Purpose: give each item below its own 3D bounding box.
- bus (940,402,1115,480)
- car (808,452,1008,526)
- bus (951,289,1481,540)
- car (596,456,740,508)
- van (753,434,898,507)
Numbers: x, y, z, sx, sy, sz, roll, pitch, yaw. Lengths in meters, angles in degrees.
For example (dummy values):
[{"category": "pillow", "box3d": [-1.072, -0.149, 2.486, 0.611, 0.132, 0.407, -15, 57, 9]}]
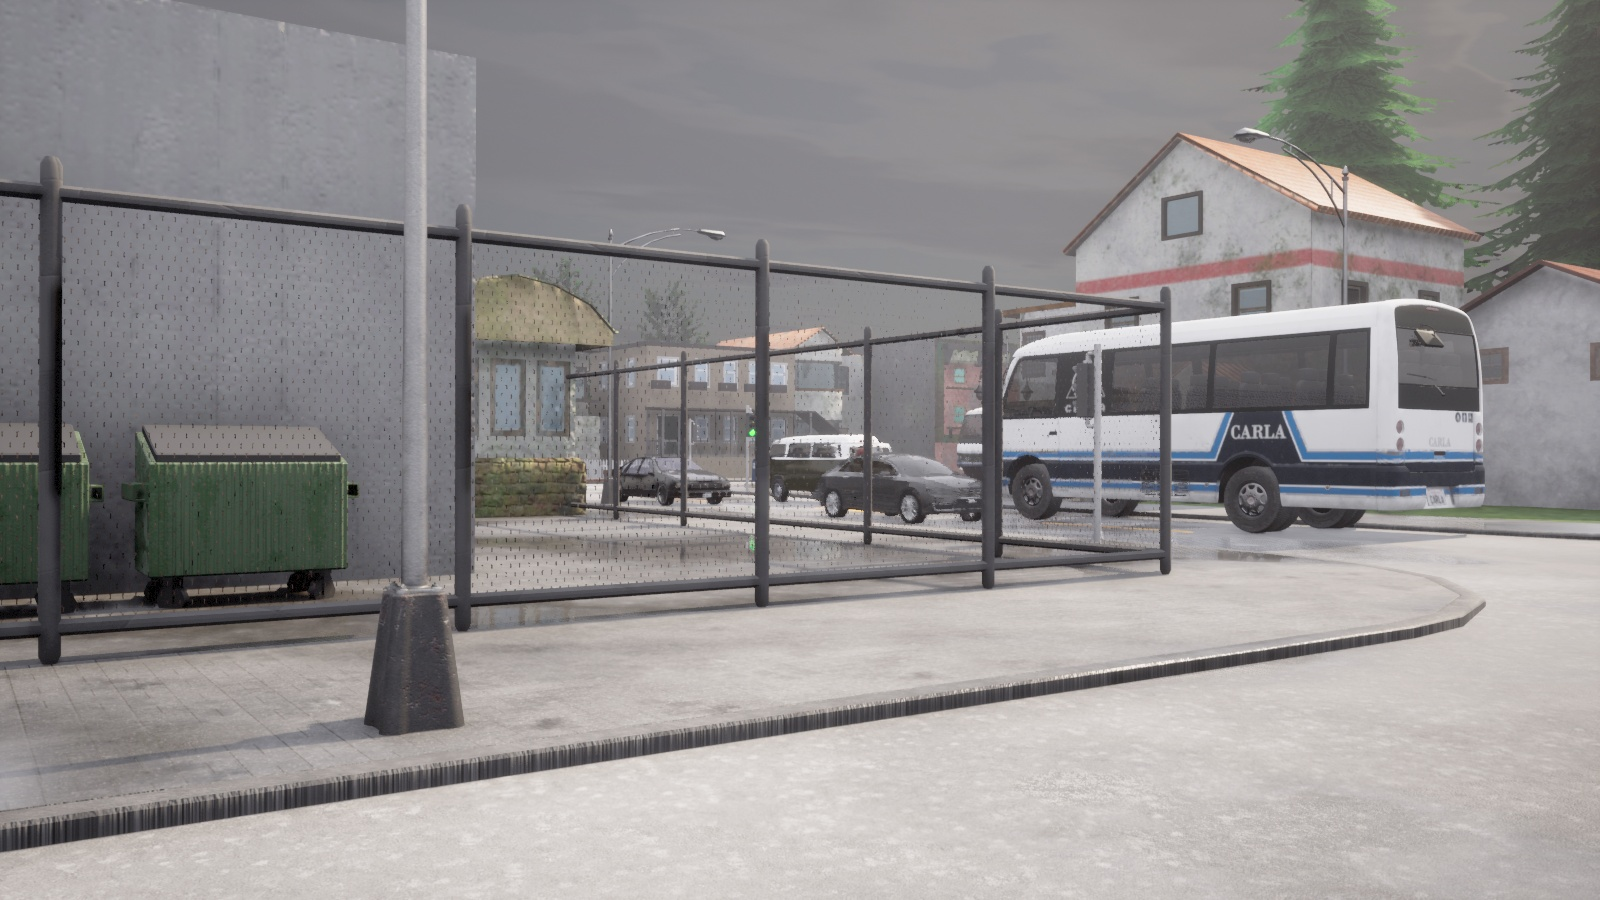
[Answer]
[{"category": "bus", "box3d": [13.354, -0.481, 73.223, 10.273, 4.253, 3.944, 0, 0, -35]}, {"category": "car", "box3d": [2.295, 0.815, 28.045, 1.837, 1.490, 4.892, 0, -1, -33]}, {"category": "bus", "box3d": [8.152, -0.584, 26.548, 3.944, 4.253, 10.273, 0, 0, -35]}, {"category": "car", "box3d": [-4.017, 0.892, 37.256, 2.033, 1.411, 5.357, 0, 0, -33]}, {"category": "van", "box3d": [0.678, 0.562, 37.402, 2.069, 2.038, 4.480, 0, 0, -35]}]
